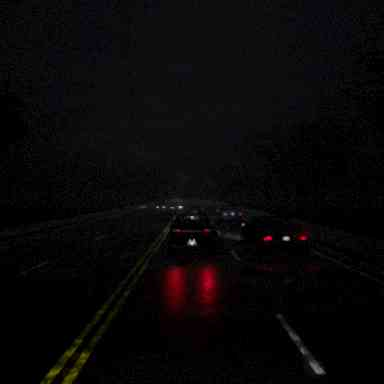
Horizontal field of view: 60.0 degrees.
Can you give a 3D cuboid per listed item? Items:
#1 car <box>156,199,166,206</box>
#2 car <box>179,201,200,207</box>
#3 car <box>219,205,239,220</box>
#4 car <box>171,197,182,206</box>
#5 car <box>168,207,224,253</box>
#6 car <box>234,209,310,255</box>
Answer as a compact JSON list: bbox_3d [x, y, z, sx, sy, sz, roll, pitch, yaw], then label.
[{"bbox_3d":[-6.490,2.297,70.981,2.033,1.411,5.357,0,-1,0],"label":"car"},{"bbox_3d":[0.008,1.799,29.296,1.837,1.490,4.892,0,0,0],"label":"car"},{"bbox_3d":[3.255,1.835,28.983,2.033,1.411,5.357,0,-1,0],"label":"car"},{"bbox_3d":[-3.240,1.982,70.954,2.150,2.045,5.566,0,-1,0],"label":"car"},{"bbox_3d":[0.006,1.630,14.298,2.128,1.511,4.902,0,0,0],"label":"car"},{"bbox_3d":[3.253,1.682,13.980,2.033,1.411,5.357,0,-1,0],"label":"car"}]
